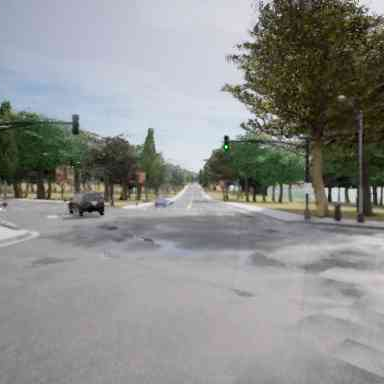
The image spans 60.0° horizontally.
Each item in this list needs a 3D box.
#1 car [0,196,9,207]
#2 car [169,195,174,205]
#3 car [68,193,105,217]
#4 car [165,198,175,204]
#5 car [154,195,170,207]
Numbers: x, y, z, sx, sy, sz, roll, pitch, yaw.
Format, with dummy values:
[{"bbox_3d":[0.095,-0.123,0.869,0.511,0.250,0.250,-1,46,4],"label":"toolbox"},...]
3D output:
[{"bbox_3d":[-26.065,1.287,44.409,2.128,1.511,4.902,-2,1,-44],"label":"car"},{"bbox_3d":[-5.251,1.665,67.621,2.150,2.045,5.566,0,-1,0],"label":"car"},{"bbox_3d":[-9.917,1.109,31.072,2.150,2.045,5.566,-1,1,-33],"label":"car"},{"bbox_3d":[-5.203,2.189,78.370,1.895,1.301,4.718,0,-1,0],"label":"car"},{"bbox_3d":[-5.297,1.797,56.870,1.882,1.535,5.008,0,-1,0],"label":"car"}]
